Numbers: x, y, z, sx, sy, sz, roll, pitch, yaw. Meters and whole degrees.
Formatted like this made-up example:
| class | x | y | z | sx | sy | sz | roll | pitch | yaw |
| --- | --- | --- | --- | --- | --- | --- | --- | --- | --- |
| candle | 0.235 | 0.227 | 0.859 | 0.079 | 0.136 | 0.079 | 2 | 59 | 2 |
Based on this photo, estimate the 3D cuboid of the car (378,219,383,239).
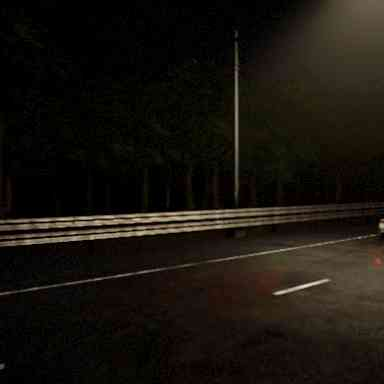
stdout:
| class | x | y | z | sx | sy | sz | roll | pitch | yaw |
| --- | --- | --- | --- | --- | --- | --- | --- | --- | --- |
| car | 10.494 | 1.480 | 15.523 | 4.674 | 1.442 | 1.812 | 0 | 0 | -35 |
